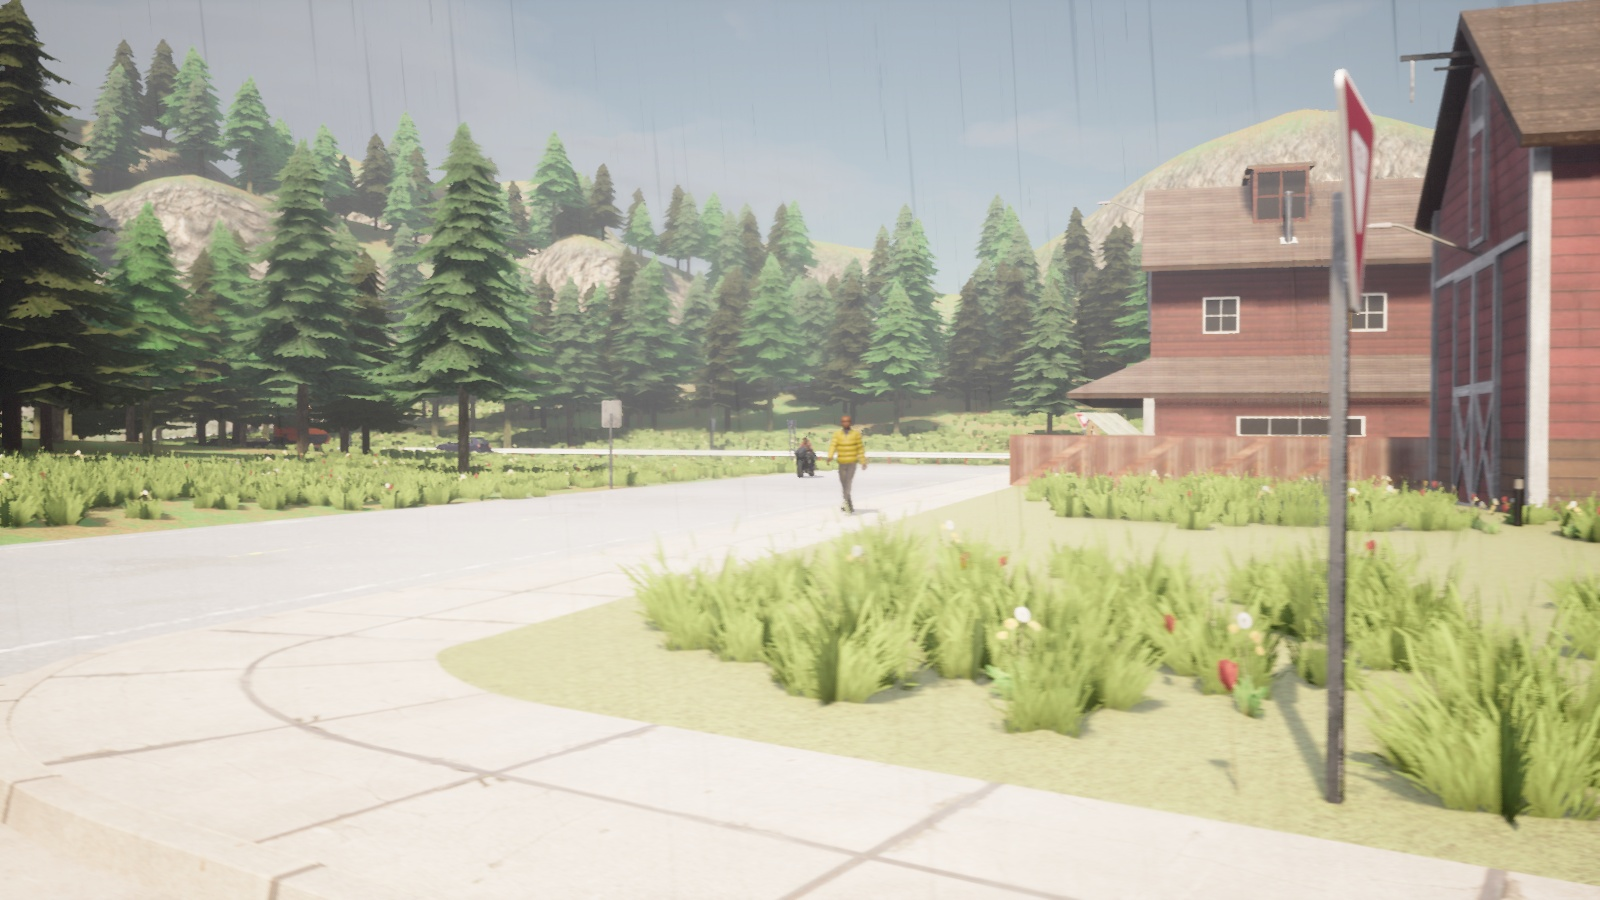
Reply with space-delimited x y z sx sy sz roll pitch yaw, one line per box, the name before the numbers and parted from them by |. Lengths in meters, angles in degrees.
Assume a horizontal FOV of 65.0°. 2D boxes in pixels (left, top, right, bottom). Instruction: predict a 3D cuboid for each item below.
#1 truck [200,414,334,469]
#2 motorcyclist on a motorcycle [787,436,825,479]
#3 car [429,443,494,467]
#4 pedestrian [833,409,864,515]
truck | -34.562 -0.526 81.411 7.936 3.462 2.891 -1 1 17
motorcyclist on a motorcycle | 0.236 0.270 46.062 0.797 1.523 2.044 -1 1 17
car | -21.908 0.315 81.259 3.633 1.501 1.845 0 1 17
pedestrian | 0.862 0.208 22.266 0.370 1.835 0.726 -1 1 16
